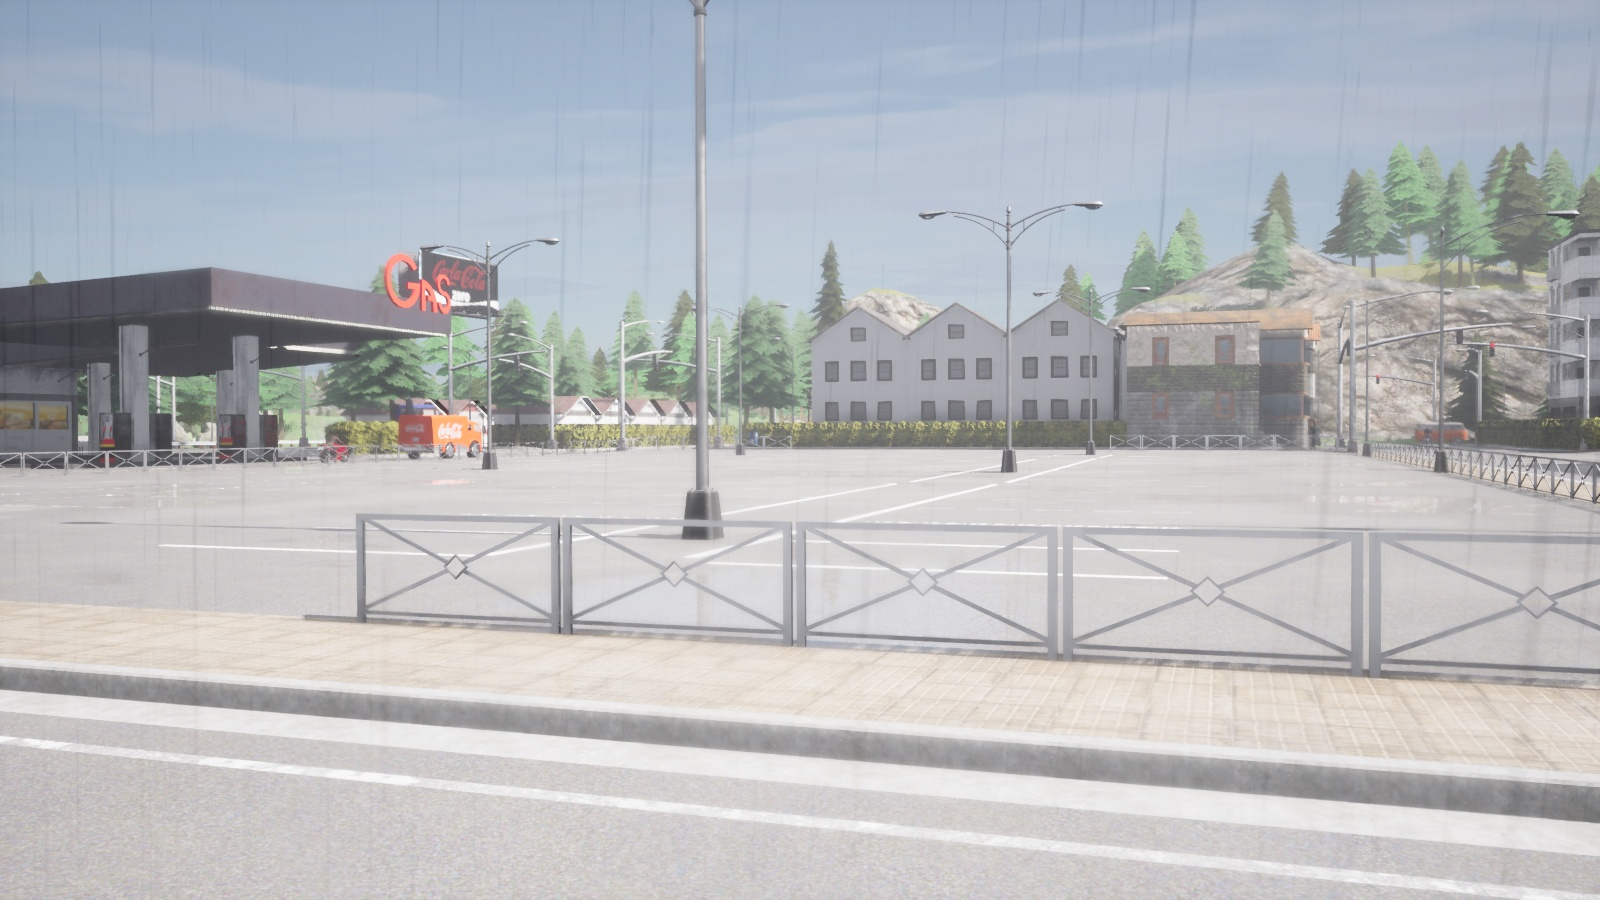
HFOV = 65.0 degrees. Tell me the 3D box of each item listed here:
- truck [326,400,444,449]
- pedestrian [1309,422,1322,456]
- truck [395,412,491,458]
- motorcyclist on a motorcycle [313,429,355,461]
[{"bbox_3d":[-30.355,-1.867,91.884,7.936,3.462,2.891,0,2,19],"label":"truck"},{"bbox_3d":[29.598,-0.612,72.153,0.423,1.949,0.788,0,1,2],"label":"pedestrian"},{"bbox_3d":[-19.786,-0.852,69.821,2.627,2.467,5.204,1,1,19],"label":"truck"},{"bbox_3d":[-22.763,-0.260,61.423,0.797,1.523,2.044,1,1,19],"label":"motorcyclist on a motorcycle"}]
